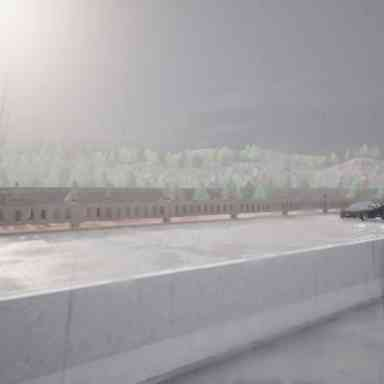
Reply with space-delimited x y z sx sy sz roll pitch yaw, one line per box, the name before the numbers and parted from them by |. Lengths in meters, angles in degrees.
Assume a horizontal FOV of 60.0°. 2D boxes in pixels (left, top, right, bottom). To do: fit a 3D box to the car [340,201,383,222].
car | 13.925 1.479 26.833 5.008 1.535 1.882 0 0 -35
